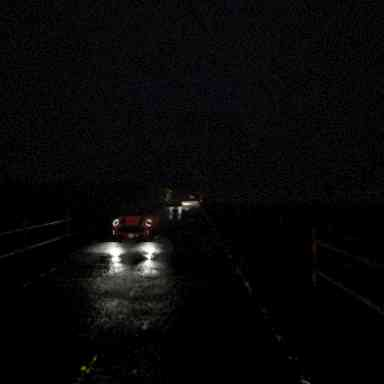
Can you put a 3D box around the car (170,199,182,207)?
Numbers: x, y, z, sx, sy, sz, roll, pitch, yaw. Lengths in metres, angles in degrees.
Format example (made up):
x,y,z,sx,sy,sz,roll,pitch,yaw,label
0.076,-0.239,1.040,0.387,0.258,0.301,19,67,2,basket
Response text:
x,y,z,sx,sy,sz,roll,pitch,yaw,label
-2.796,1.882,58.011,1.812,1.442,4.674,0,0,0,car

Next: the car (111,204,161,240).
x,y,z,sx,sy,sz,roll,pitch,yaw,label
-2.847,1.469,17.749,2.097,1.767,4.553,0,0,0,car
